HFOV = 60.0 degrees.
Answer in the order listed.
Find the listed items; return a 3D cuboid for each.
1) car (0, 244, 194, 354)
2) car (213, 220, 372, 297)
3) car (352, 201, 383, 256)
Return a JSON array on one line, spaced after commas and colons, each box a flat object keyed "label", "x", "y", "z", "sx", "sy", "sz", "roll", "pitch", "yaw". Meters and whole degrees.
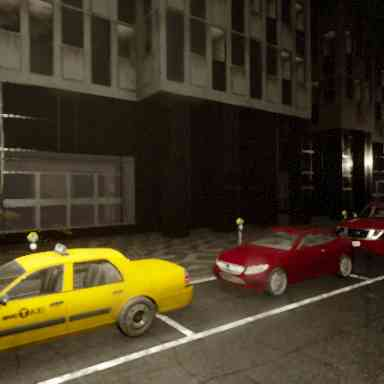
[{"label": "car", "x": -2.250, "y": 1.520, "z": 5.043, "sx": 4.829, "sy": 1.417, "sz": 1.752, "roll": 0, "pitch": 0, "yaw": -35}, {"label": "car", "x": 2.468, "y": 1.538, "z": 8.368, "sx": 4.206, "sy": 1.307, "sz": 1.802, "roll": 0, "pitch": 0, "yaw": -35}, {"label": "car", "x": 7.046, "y": 1.235, "z": 11.595, "sx": 5.009, "sy": 1.841, "sz": 2.192, "roll": 0, "pitch": 0, "yaw": -35}]
